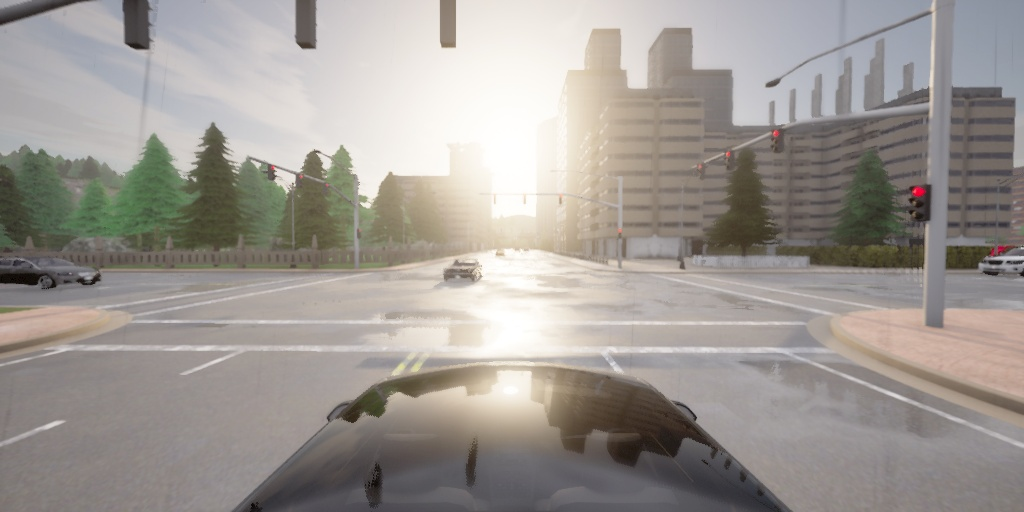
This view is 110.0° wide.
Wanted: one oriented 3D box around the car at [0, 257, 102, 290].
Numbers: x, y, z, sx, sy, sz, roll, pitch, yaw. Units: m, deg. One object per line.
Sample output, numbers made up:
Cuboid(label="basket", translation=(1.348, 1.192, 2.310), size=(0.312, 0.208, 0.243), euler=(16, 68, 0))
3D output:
Cuboid(label="car", translation=(-22.987, 0.790, 17.426), size=(4.902, 1.511, 2.128), euler=(0, 2, 1))

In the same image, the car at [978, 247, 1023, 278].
Cuboid(label="car", translation=(35.052, 0.403, 23.985), size=(5.566, 2.045, 2.150), euler=(0, 2, 1))

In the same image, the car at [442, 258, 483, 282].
Cuboid(label="car", translation=(-2.930, 0.813, 22.091), size=(1.895, 1.301, 4.718), euler=(0, 2, 2))
